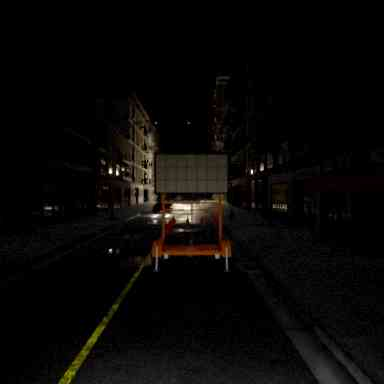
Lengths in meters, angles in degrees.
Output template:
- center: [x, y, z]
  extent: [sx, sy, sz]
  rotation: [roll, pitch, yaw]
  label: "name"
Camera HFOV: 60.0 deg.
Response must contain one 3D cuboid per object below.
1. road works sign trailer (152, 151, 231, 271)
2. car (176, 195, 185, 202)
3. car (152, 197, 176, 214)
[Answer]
- center: [-0.006, 0.465, 10.826]
  extent: [2.380, 3.560, 2.880]
  rotation: [0, 0, 0]
  label: "road works sign trailer"
- center: [-3.074, 1.573, 77.007]
  extent: [1.812, 1.442, 4.674]
  rotation: [0, 0, 0]
  label: "car"
- center: [-3.136, 1.566, 35.714]
  extent: [2.033, 1.411, 5.357]
  rotation: [0, 0, 0]
  label: "car"
